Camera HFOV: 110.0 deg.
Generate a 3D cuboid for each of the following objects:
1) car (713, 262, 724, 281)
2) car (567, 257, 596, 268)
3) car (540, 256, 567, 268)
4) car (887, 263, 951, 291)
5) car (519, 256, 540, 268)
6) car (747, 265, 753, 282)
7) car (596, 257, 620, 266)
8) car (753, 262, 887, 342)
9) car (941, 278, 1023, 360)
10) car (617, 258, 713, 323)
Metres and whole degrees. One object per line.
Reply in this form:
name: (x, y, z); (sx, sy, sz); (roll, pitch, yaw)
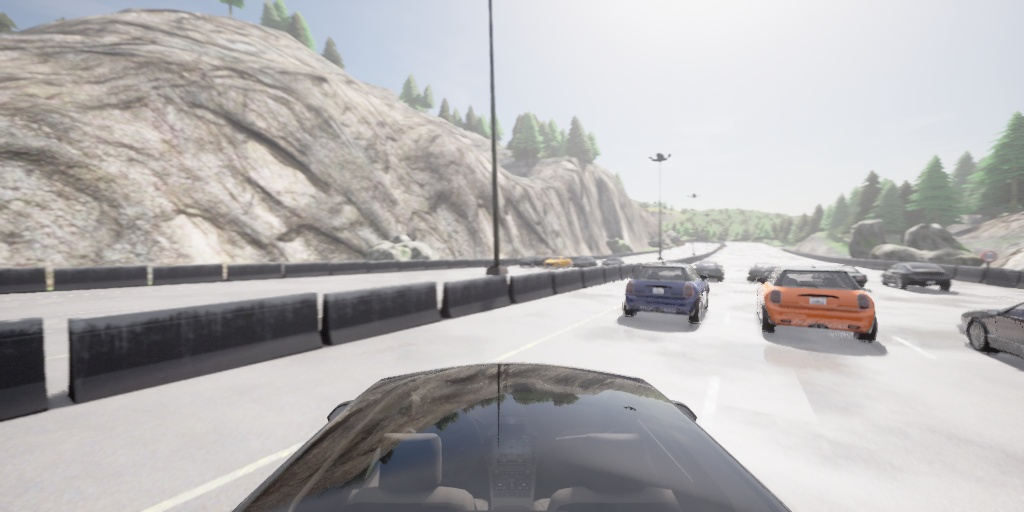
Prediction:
car: (14.787, 1.095, 27.025); (1.994, 1.385, 4.181); (1, 1, 32)
car: (8.949, 0.846, 44.153); (1.837, 1.490, 4.892); (1, 1, 32)
car: (5.899, 0.754, 45.881); (1.882, 1.535, 5.008); (1, 1, 32)
car: (23.327, 1.147, 20.885); (1.837, 1.490, 4.892); (1, 1, 32)
car: (2.723, 0.717, 47.413); (1.882, 1.535, 5.008); (1, 0, 32)
car: (17.738, 1.131, 25.144); (1.994, 1.385, 4.181); (1, 1, 32)
car: (11.905, 0.882, 42.280); (1.837, 1.490, 4.892); (1, 1, 32)
car: (8.184, 1.046, 10.060); (2.097, 1.767, 4.553); (1, 1, 32)
car: (9.438, 1.299, 5.504); (2.033, 1.411, 5.357); (1, 1, 32)
car: (5.340, 1.009, 12.111); (2.097, 1.767, 4.553); (1, 1, 32)
